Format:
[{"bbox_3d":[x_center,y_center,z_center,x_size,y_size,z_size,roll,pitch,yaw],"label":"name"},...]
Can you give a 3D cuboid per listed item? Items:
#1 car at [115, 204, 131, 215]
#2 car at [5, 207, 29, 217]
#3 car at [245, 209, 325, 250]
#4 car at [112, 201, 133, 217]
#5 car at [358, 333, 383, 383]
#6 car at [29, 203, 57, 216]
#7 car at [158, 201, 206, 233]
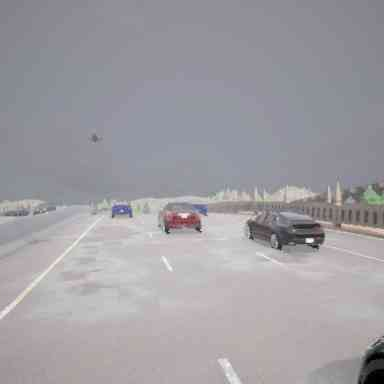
[{"bbox_3d":[-8.786,2.268,42.411,1.994,1.385,4.181,0,-4,-11],"label":"car"},{"bbox_3d":[-23.814,2.812,45.712,2.033,1.411,5.357,0,-6,-11],"label":"car"},{"bbox_3d":[3.857,1.530,14.599,1.837,1.490,4.892,0,0,-11],"label":"car"},{"bbox_3d":[-6.911,1.674,32.939,1.882,1.535,5.008,0,-2,-11],"label":"car"},{"bbox_3d":[2.908,1.351,1.379,2.097,1.767,4.553,0,0,-11],"label":"car"},{"bbox_3d":[-20.381,2.508,46.389,2.150,2.045,5.566,0,-6,-11],"label":"car"},{"bbox_3d":[-0.861,1.397,20.405,2.097,1.767,4.553,0,0,-11],"label":"car"}]
